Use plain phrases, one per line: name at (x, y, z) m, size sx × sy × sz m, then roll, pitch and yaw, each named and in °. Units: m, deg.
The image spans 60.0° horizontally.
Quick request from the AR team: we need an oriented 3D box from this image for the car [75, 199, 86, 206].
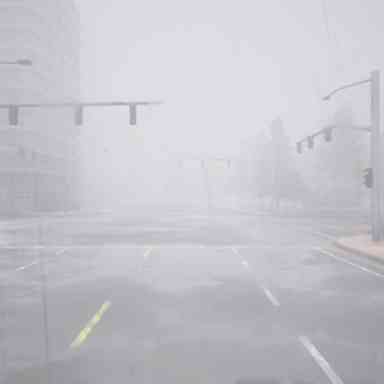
car at (-23.702, 2.167, 66.975) m, size 5.357 × 1.411 × 2.033 m, roll 0°, pitch -1°, yaw 34°
